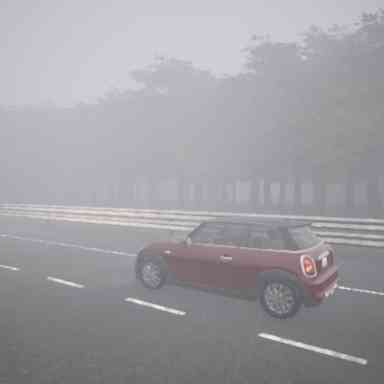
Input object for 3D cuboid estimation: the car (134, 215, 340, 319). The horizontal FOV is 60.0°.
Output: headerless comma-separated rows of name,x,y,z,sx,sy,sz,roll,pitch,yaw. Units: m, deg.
car,0.801,1.351,7.597,4.553,1.767,2.097,0,0,36
